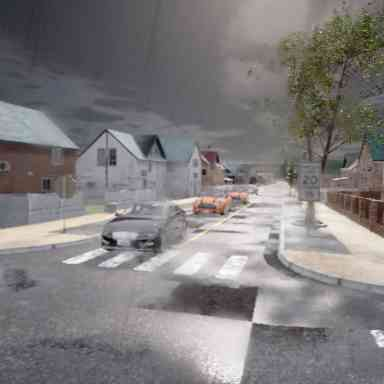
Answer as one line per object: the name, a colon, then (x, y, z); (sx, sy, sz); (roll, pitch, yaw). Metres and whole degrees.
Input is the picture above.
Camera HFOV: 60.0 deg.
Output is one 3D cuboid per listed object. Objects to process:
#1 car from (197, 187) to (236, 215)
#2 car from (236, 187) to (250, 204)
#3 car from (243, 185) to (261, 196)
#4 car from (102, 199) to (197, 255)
car: (1.571, 0.610, 23.678); (2.097, 1.767, 4.553); (2, 2, 16)
car: (4.930, 0.300, 35.718); (2.097, 1.767, 4.553); (2, 2, 15)
car: (9.100, -0.250, 50.355); (2.128, 1.511, 4.902); (2, 2, 15)
car: (-1.419, 1.068, 11.580); (2.128, 1.511, 4.902); (2, 2, 11)
